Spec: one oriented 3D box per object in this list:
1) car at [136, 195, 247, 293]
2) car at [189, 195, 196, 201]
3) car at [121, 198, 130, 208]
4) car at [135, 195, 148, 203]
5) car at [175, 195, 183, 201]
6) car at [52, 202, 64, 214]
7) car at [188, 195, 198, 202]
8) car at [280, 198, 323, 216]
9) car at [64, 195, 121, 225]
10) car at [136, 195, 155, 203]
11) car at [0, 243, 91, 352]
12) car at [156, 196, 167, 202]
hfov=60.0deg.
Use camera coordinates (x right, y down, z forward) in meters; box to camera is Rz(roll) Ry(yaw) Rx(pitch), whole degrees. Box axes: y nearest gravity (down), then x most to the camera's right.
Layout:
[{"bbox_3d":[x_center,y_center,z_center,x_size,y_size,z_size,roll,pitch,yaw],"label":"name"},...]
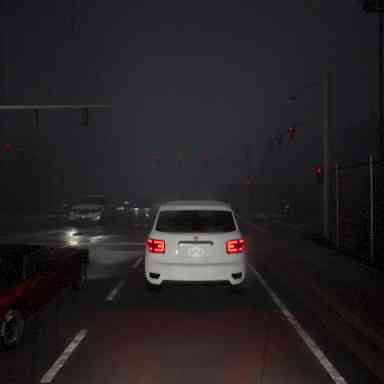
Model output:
[{"bbox_3d":[0.092,1.221,9.032,2.150,2.045,5.566,0,0,0],"label":"car"},{"bbox_3d":[0.185,1.521,86.088,1.812,1.442,4.674,0,0,0],"label":"car"},{"bbox_3d":[-10.491,1.546,49.403,2.033,1.411,5.357,0,0,0],"label":"car"},{"bbox_3d":[-10.354,1.475,68.633,1.882,1.535,5.008,0,0,0],"label":"car"},{"bbox_3d":[-3.316,1.537,85.973,2.033,1.411,5.357,0,0,0],"label":"car"},{"bbox_3d":[-12.555,1.385,35.340,2.097,1.767,4.553,0,0,28],"label":"car"},{"bbox_3d":[0.168,1.521,75.685,2.128,1.511,4.902,0,0,0],"label":"car"},{"bbox_3d":[11.020,1.406,32.611,4.553,1.767,2.097,0,0,0],"label":"car"},{"bbox_3d":[-7.052,1.248,24.388,2.150,2.045,5.566,0,0,0],"label":"car"},{"bbox_3d":[-6.994,1.503,48.540,1.837,1.490,4.892,0,0,0],"label":"car"},{"bbox_3d":[-3.430,1.601,6.109,1.895,1.301,4.718,0,0,1],"label":"car"},{"bbox_3d":[-6.839,1.529,75.013,2.033,1.411,5.357,0,0,0],"label":"car"}]
